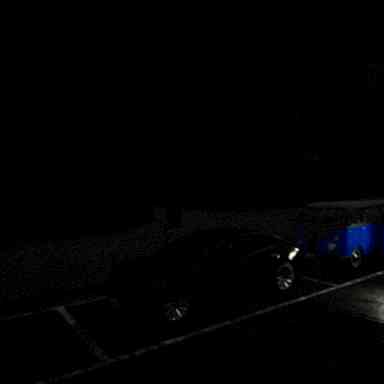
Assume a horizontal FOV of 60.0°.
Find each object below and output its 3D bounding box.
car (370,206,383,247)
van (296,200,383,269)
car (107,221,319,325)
[{"bbox_3d":[9.168,1.232,13.143,4.829,1.417,1.752,-1,1,-35],"label":"car"},{"bbox_3d":[4.868,1.148,10.096,3.998,1.788,1.690,-1,1,-35],"label":"van"},{"bbox_3d":[0.436,1.478,6.955,4.313,1.339,1.947,-1,1,-35],"label":"car"}]
